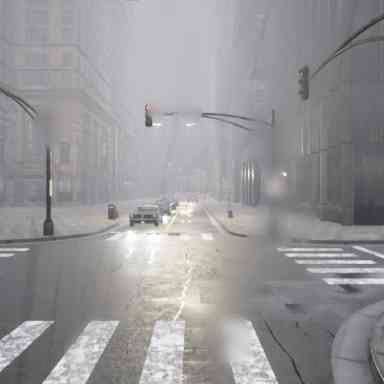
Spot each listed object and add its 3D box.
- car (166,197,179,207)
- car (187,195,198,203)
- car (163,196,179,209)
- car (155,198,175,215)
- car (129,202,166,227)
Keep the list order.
[{"bbox_3d":[-3.064,1.531,53.145,1.812,1.442,4.674,0,0,1],"label":"car"},{"bbox_3d":[0.084,1.366,69.632,2.097,1.767,4.553,0,0,0],"label":"car"},{"bbox_3d":[-3.106,1.354,43.104,2.097,1.767,4.553,0,0,0],"label":"car"},{"bbox_3d":[-3.101,1.564,33.102,1.994,1.385,4.181,0,0,0],"label":"car"},{"bbox_3d":[-3.105,1.601,23.160,1.895,1.301,4.718,0,0,0],"label":"car"}]
